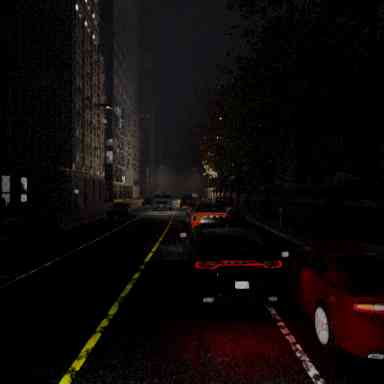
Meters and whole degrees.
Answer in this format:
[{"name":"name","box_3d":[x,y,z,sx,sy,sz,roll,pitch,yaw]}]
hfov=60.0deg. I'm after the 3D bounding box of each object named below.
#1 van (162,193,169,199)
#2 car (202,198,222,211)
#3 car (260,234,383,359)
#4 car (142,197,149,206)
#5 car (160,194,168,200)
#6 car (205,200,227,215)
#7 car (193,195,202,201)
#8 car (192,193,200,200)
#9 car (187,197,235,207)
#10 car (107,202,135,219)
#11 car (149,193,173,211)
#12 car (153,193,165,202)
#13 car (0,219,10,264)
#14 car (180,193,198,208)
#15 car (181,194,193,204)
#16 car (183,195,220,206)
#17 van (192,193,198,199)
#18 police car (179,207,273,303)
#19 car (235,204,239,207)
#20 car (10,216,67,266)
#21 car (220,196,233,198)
[{"name":"van","box_3d":[-7.652,1.081,95.028,1.690,1.788,3.998,0,0,-1]},{"name":"car","box_3d":[2.263,1.478,39.396,2.008,1.369,4.403,0,0,-1]},{"name":"car","box_3d":[2.702,1.542,6.056,1.887,1.381,4.507,0,0,0]},{"name":"car","box_3d":[-6.544,1.473,50.561,1.802,1.307,4.206,0,0,-1]},{"name":"car","box_3d":[-7.515,1.313,89.470,2.008,1.369,4.403,0,0,-1]},{"name":"car","box_3d":[2.402,1.526,33.838,1.802,1.307,4.206,0,0,-1]},{"name":"car","box_3d":[1.291,1.354,78.302,2.008,1.369,4.403,0,0,-1]},{"name":"car","box_3d":[1.015,1.204,89.419,1.967,1.590,4.097,0,0,-1]},{"name":"car","box_3d":[0.908,1.333,18.329,2.097,1.767,4.553,0,0,0]},{"name":"car","box_3d":[-5.989,1.525,28.320,1.947,1.339,4.313,0,0,-1]},{"name":"car","box_3d":[-3.436,1.148,39.495,2.150,2.045,5.566,0,0,-1]},{"name":"car","box_3d":[-7.097,1.135,72.793,2.192,1.841,5.009,0,0,-1]},{"name":"car","box_3d":[-5.823,1.313,6.013,2.192,1.841,5.009,0,0,0]},{"name":"car","box_3d":[-0.591,1.257,46.358,2.097,1.767,4.553,0,0,-1]},{"name":"car","box_3d":[-0.937,1.216,59.585,2.097,1.767,4.553,0,0,-1]},{"name":"car","box_3d":[0.700,1.322,24.378,2.097,1.767,4.553,0,0,1]},{"name":"van","box_3d":[0.877,1.083,94.976,1.690,1.788,3.998,0,0,-1]},{"name":"police car","box_3d":[0.741,1.421,8.402,1.930,1.638,5.238,0,0,-3]},{"name":"car","box_3d":[2.653,1.556,22.714,1.802,1.307,4.206,0,0,-1]},{"name":"car","box_3d":[-5.816,1.558,11.574,1.947,1.339,4.313,0,0,0]},{"name":"car","box_3d":[2.542,1.276,28.279,2.192,1.841,5.009,0,0,-1]}]
